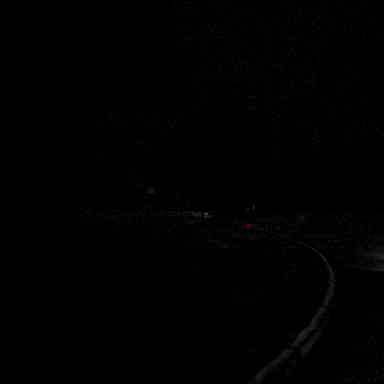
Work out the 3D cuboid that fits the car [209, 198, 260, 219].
[{"bbox_3d":[3.611,1.342,29.190,4.553,1.767,2.097,0,0,44],"label":"car"}]
